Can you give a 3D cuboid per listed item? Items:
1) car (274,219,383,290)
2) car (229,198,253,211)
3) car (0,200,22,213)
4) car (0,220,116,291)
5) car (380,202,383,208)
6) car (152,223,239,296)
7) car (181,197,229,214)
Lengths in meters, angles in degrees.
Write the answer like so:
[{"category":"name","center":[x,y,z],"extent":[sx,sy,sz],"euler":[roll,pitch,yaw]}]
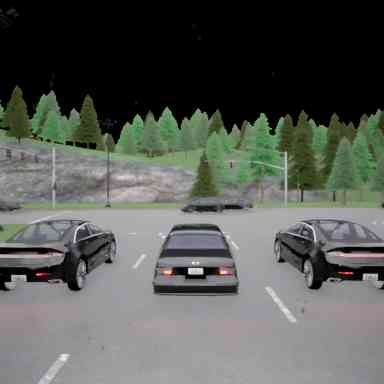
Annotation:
[{"category":"car","center":[3.601,1.491,9.087],"extent":[2.128,1.511,4.902],"euler":[0,0,1]},{"category":"car","center":[4.676,1.491,38.835],"extent":[4.902,1.511,2.128],"euler":[0,0,-7]},{"category":"car","center":[-21.872,1.547,36.756],"extent":[5.357,1.411,2.033],"euler":[0,0,-17]},{"category":"car","center":[-3.401,1.491,8.993],"extent":[2.128,1.511,4.902],"euler":[0,0,0]},{"category":"car","center":[27.328,1.505,43.647],"extent":[4.892,1.490,1.837],"euler":[0,0,0]},{"category":"car","center":[0.099,1.547,8.812],"extent":[2.033,1.411,5.357],"euler":[0,0,1]},{"category":"car","center":[1.088,1.352,34.782],"extent":[4.553,1.767,2.097],"euler":[0,0,-9]}]
